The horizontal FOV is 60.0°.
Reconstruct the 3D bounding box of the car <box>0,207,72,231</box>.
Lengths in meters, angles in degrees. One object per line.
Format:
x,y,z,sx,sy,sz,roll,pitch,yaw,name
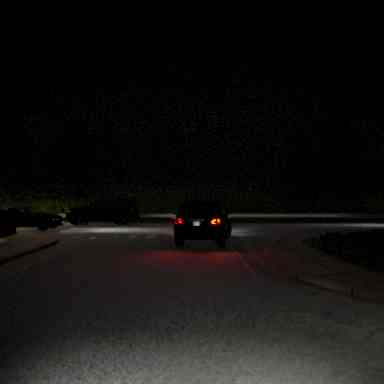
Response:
-10.943,1.738,21.924,4.902,1.511,2.128,0,-1,0,car

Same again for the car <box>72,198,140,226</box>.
-6.783,1.509,25.606,5.566,2.045,2.150,0,-1,0,car

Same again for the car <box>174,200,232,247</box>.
0.604,1.405,16.155,2.150,2.045,5.566,0,0,9,car
